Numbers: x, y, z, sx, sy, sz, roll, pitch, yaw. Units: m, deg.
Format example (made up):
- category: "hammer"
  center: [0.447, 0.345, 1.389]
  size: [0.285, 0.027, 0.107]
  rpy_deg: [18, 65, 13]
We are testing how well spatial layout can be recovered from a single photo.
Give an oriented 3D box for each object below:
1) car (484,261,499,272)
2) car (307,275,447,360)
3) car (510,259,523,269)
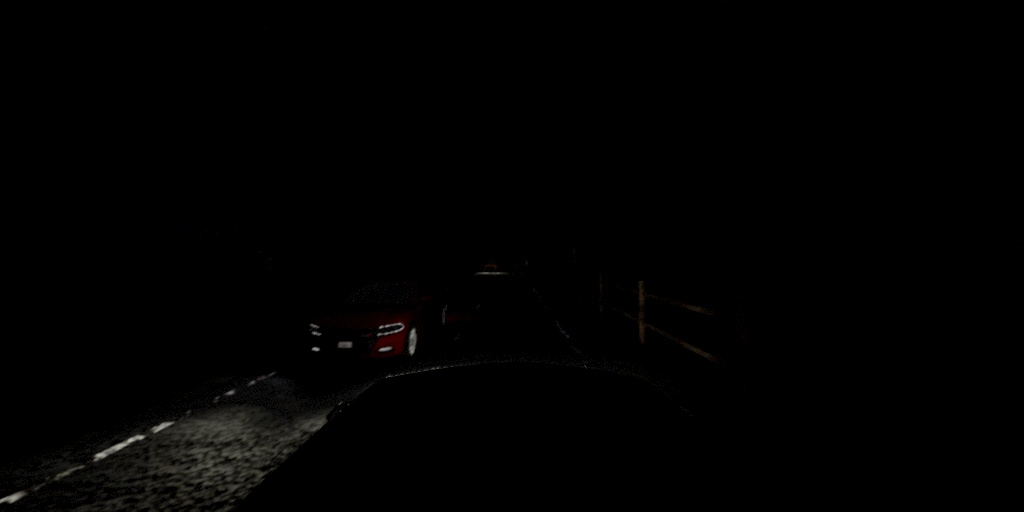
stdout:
- category: "car"
  center: [-2.841, 1.441, 49.665]
  size: [1.882, 1.535, 5.008]
  rpy_deg: [0, 0, 0]
- category: "car"
  center: [-2.844, 1.255, 8.631]
  size: [1.882, 1.535, 5.008]
  rpy_deg: [0, 0, 0]
- category: "car"
  center: [0.942, 1.492, 63.555]
  size: [1.801, 1.575, 5.366]
  rpy_deg: [0, 0, 0]
